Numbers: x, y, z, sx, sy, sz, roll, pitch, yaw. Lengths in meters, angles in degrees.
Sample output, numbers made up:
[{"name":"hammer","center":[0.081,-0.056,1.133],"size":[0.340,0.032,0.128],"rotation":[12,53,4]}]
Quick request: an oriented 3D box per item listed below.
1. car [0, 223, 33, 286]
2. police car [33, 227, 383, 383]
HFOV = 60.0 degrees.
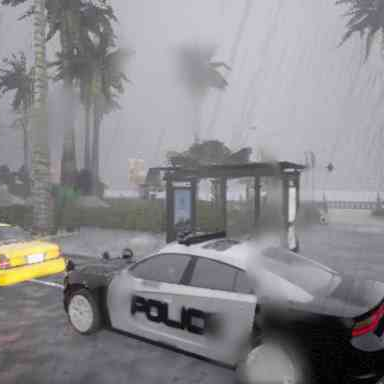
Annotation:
[{"name":"car","center":[-5.651,1.410,8.445],"size":[5.366,1.575,1.801],"rotation":[0,0,28]},{"name":"police car","center":[0.035,1.400,5.082],"size":[5.238,1.638,1.930],"rotation":[0,0,33]}]
